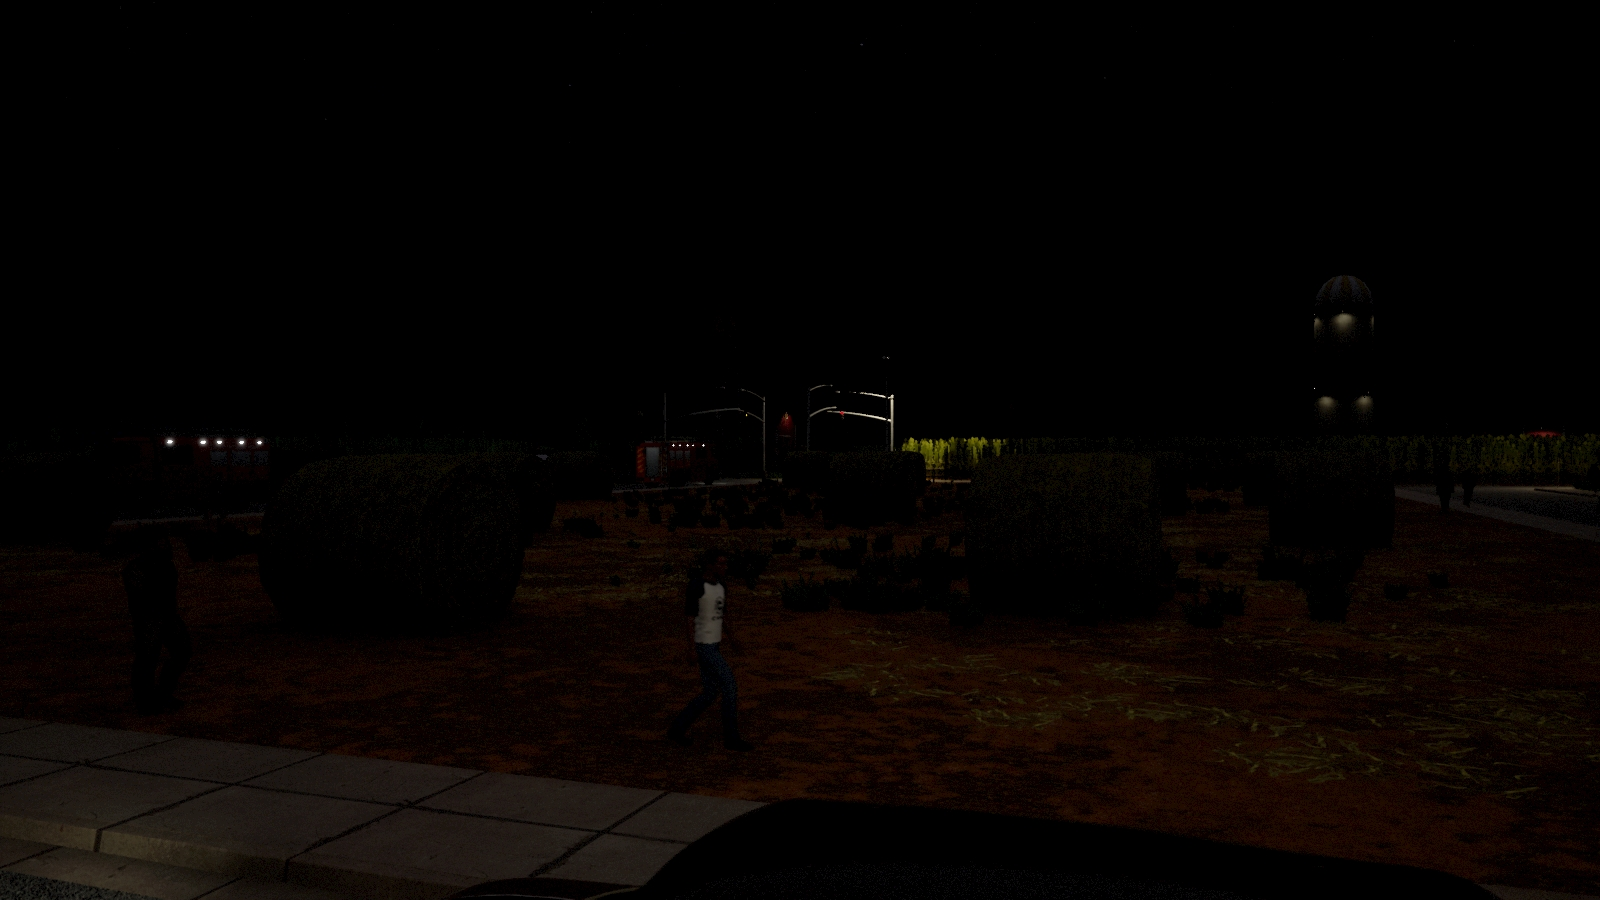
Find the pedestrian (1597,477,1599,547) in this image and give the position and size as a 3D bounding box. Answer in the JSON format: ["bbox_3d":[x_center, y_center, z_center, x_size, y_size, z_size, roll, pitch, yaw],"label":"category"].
[{"bbox_3d":[21.600,1.666,30.502,0.375,1.860,0.375,0,0,6],"label":"pedestrian"}]

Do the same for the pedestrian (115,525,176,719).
[{"bbox_3d":[-6.505,1.693,11.357,0.375,1.860,0.375,0,0,8],"label":"pedestrian"}]

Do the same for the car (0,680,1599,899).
[{"bbox_3d":[0.020,1.906,3.325,4.553,1.767,2.097,0,0,20],"label":"car"}]

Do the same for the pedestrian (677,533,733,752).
[{"bbox_3d":[-0.839,1.685,10.126,0.375,1.860,0.375,0,0,18],"label":"pedestrian"}]

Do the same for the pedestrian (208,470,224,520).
[{"bbox_3d":[-22.021,1.684,43.098,0.375,1.860,0.375,0,0,26],"label":"pedestrian"}]
